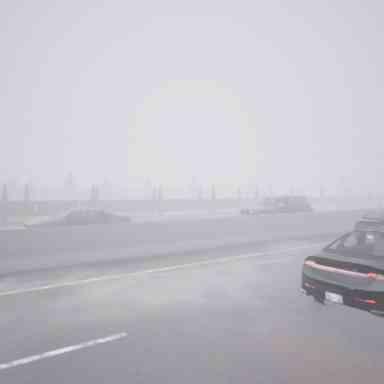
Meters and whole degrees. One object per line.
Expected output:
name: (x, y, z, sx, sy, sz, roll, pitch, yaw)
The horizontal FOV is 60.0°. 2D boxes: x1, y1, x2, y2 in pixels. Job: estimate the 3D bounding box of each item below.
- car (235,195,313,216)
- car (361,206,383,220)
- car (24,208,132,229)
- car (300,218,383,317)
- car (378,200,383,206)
car: (5.184, 1.222, 20.577, 5.566, 2.045, 2.150, 0, 0, -35)
car: (8.929, 1.505, 14.410, 4.892, 1.490, 1.837, 0, 0, -35)
car: (-5.705, 1.548, 17.116, 5.357, 1.411, 2.033, 0, 0, -35)
car: (4.270, 1.492, 6.789, 4.902, 1.511, 2.128, 0, 0, -35)
car: (26.701, 1.495, 44.416, 4.902, 1.511, 2.128, 0, 0, -35)
